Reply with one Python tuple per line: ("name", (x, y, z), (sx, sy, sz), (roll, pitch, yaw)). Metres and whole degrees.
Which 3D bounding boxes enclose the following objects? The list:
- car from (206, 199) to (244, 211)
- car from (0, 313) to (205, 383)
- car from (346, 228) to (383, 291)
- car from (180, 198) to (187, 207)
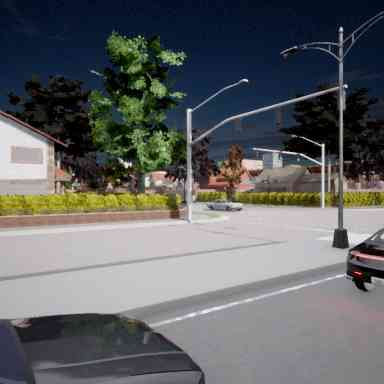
("car", (3.780, 1.505, 38.442), (1.895, 1.301, 4.718), (0, 0, -36))
("car", (-2.418, 1.543, 2.021), (5.357, 1.411, 2.033), (0, 0, -36))
("car", (5.524, 1.474, 7.671), (4.902, 1.511, 2.128), (0, 0, -35))
("car", (-2.103, 1.483, 46.613), (1.895, 1.301, 4.718), (0, 0, -36))
